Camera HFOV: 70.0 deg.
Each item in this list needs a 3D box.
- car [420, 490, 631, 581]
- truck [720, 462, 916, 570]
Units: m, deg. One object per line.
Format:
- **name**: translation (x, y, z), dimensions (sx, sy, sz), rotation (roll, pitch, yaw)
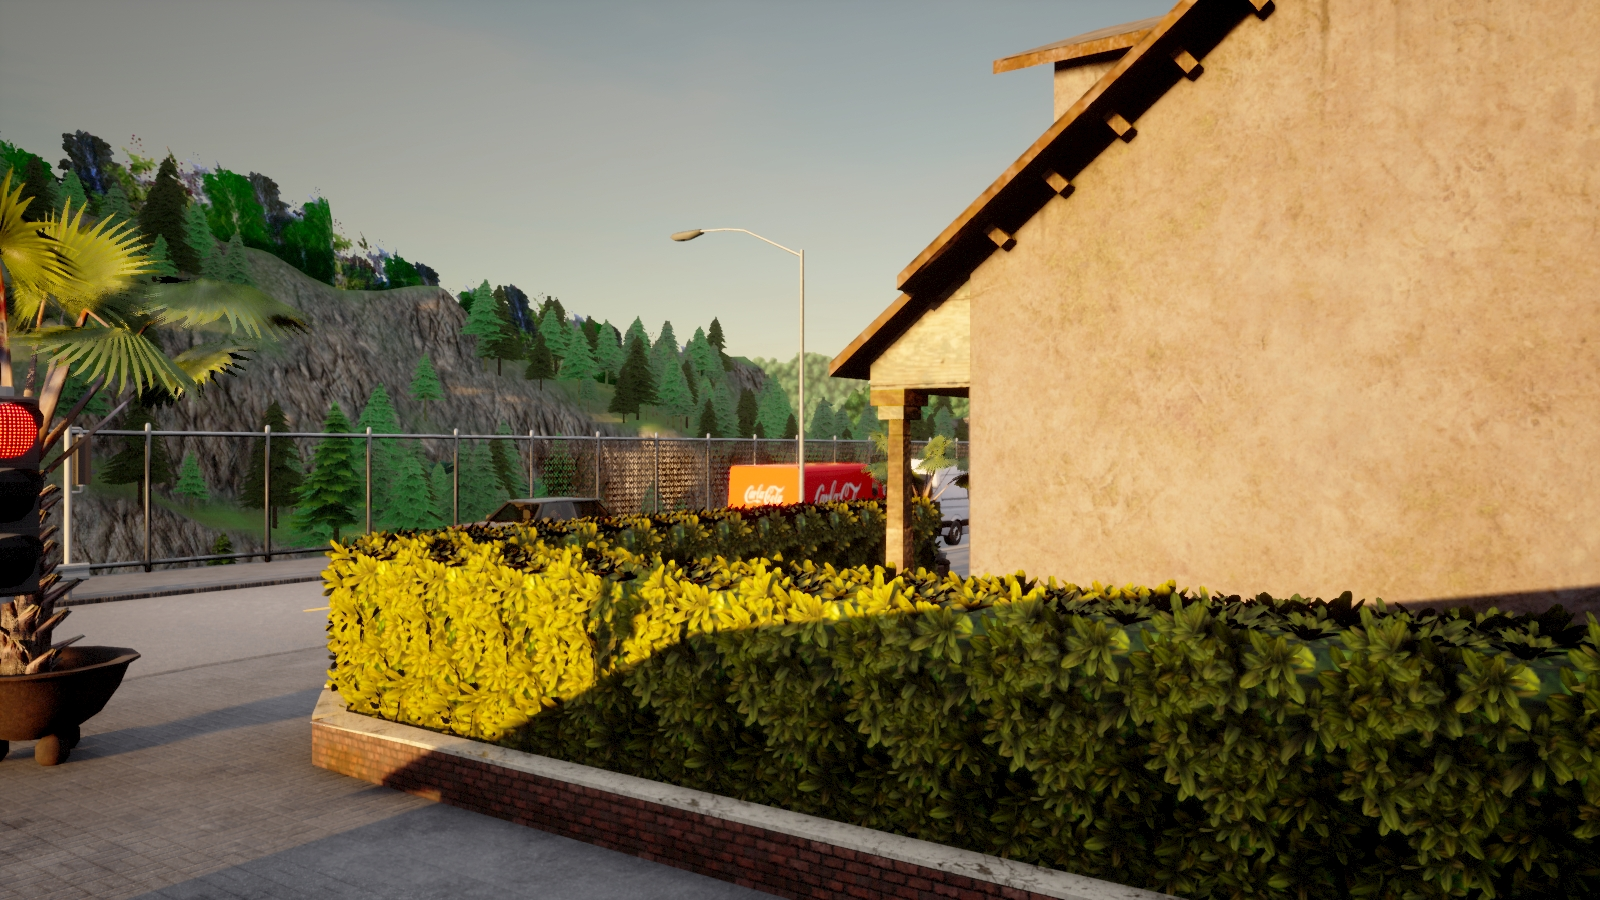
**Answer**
- **car**: translation (-6.312, 1.906, 26.765), dimensions (2.097, 1.767, 4.553), rotation (0, 0, 35)
- **truck**: translation (0.584, 1.568, 29.600), dimensions (2.627, 2.467, 5.204), rotation (0, 0, 35)
